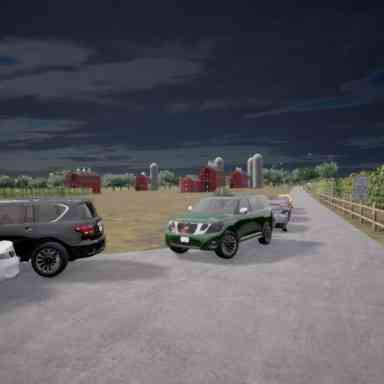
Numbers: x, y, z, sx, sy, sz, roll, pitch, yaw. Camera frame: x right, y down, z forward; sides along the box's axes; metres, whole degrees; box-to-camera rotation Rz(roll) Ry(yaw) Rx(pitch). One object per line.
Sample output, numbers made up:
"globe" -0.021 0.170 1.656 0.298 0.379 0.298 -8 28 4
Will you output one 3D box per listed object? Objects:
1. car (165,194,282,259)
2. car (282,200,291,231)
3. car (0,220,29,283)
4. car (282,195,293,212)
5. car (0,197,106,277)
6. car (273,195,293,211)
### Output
"car" 1.316 1.101 12.647 2.150 2.045 5.566 0 0 34
"car" 4.441 1.371 18.968 1.994 1.385 4.181 0 0 17
"car" -6.096 1.609 6.669 4.674 1.442 1.812 -2 2 -38
"car" 6.299 1.223 24.700 1.882 1.535 5.008 0 0 18
"car" -5.351 1.221 9.582 5.566 2.045 2.150 -1 1 -4
"car" 10.050 1.092 36.443 1.882 1.535 5.008 0 1 18
